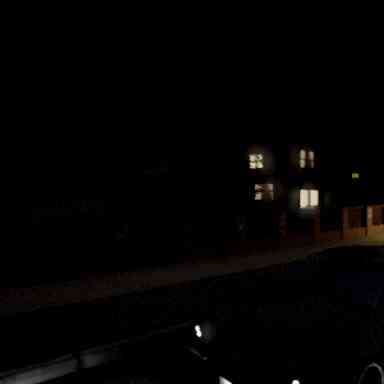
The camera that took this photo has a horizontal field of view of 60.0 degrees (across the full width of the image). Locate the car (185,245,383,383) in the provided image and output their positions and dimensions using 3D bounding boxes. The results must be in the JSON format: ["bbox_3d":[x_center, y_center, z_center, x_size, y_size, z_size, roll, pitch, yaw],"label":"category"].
[{"bbox_3d":[2.540,1.555,4.845,5.357,1.411,2.033,0,0,-35],"label":"car"}]
